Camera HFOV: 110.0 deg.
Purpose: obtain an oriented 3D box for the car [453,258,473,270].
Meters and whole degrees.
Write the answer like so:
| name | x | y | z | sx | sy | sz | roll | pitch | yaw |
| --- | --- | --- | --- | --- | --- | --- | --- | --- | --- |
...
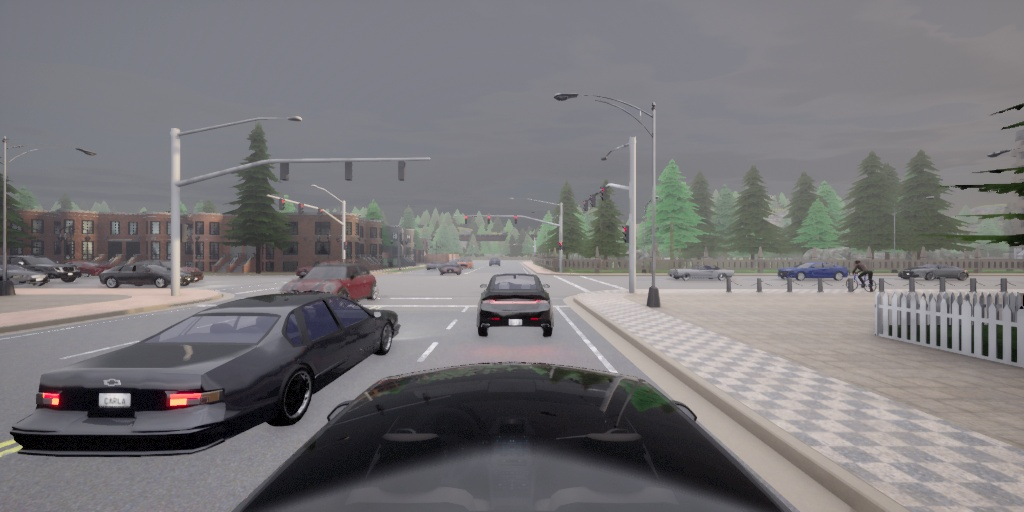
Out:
| name | x | y | z | sx | sy | sz | roll | pitch | yaw |
| --- | --- | --- | --- | --- | --- | --- | --- | --- | --- |
| car | -7.068 | 1.102 | 53.859 | 2.097 | 1.767 | 4.553 | 0 | 0 | 0 |

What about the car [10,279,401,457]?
| name | x | y | z | sx | sy | sz | roll | pitch | yaw |
| --- | --- | --- | --- | --- | --- | --- | --- | --- | --- |
| car | -3.435 | 1.297 | 5.629 | 2.033 | 1.411 | 5.357 | 0 | 0 | 0 |

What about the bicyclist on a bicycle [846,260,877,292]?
| name | x | y | z | sx | sy | sz | roll | pitch | yaw |
| --- | --- | --- | --- | --- | --- | --- | --- | --- | --- |
| bicyclist on a bicycle | 18.255 | 1.052 | 18.777 | 0.582 | 1.620 | 1.656 | 0 | 0 | 0 |

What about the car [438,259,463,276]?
| name | x | y | z | sx | sy | sz | roll | pitch | yaw |
| --- | --- | --- | --- | --- | --- | --- | --- | --- | --- |
| car | -6.386 | 1.315 | 37.006 | 1.994 | 1.385 | 4.181 | 0 | 0 | -11 |

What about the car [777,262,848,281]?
| name | x | y | z | sx | sy | sz | roll | pitch | yaw |
| --- | --- | --- | --- | --- | --- | --- | --- | --- | --- |
| car | 24.864 | 1.228 | 29.750 | 5.008 | 1.535 | 1.882 | 0 | 0 | 0 |

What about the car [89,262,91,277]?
| name | x | y | z | sx | sy | sz | roll | pitch | yaw |
| --- | --- | --- | --- | --- | --- | --- | --- | --- | --- |
| car | -39.692 | 1.227 | 32.623 | 5.008 | 1.535 | 1.882 | 0 | 0 | -9 |

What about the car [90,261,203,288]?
| name | x | y | z | sx | sy | sz | roll | pitch | yaw |
| --- | --- | --- | --- | --- | --- | --- | --- | --- | --- |
| car | -23.181 | 1.255 | 22.918 | 4.892 | 1.490 | 1.837 | 0 | 0 | -3 |

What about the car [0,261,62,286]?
| name | x | y | z | sx | sy | sz | roll | pitch | yaw |
| --- | --- | --- | --- | --- | --- | --- | --- | --- | --- |
| car | -32.546 | 1.242 | 22.682 | 4.902 | 1.511 | 2.128 | 0 | 0 | -4 |

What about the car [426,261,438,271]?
| name | x | y | z | sx | sy | sz | roll | pitch | yaw |
| --- | --- | --- | --- | --- | --- | --- | --- | --- | --- |
| car | -10.578 | 1.351 | 49.755 | 1.895 | 1.301 | 4.718 | 0 | 0 | 0 |

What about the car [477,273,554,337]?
| name | x | y | z | sx | sy | sz | roll | pitch | yaw |
| --- | --- | --- | --- | --- | --- | --- | --- | --- | --- |
| car | 0.084 | 1.242 | 10.296 | 2.128 | 1.511 | 4.902 | 0 | 0 | 0 |

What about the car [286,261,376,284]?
| name | x | y | z | sx | sy | sz | roll | pitch | yaw |
| --- | --- | --- | --- | --- | --- | --- | --- | --- | --- |
| car | -7.096 | 1.102 | 14.297 | 2.097 | 1.767 | 4.553 | 0 | 0 | 0 |

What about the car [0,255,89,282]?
| name | x | y | z | sx | sy | sz | roll | pitch | yaw |
| --- | --- | --- | --- | --- | --- | --- | --- | --- | --- |
| car | -35.162 | 0.971 | 26.009 | 5.566 | 2.045 | 2.150 | 0 | 0 | -6 |

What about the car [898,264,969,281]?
| name | x | y | z | sx | sy | sz | roll | pitch | yaw |
| --- | --- | --- | --- | --- | --- | --- | --- | --- | --- |
| car | 34.838 | 1.314 | 29.724 | 4.181 | 1.385 | 1.994 | 0 | 0 | 1 |

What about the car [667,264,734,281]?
| name | x | y | z | sx | sy | sz | roll | pitch | yaw |
| --- | --- | --- | --- | --- | --- | --- | --- | --- | --- |
| car | 15.572 | 1.351 | 29.764 | 4.718 | 1.301 | 1.895 | 0 | 0 | 0 |
